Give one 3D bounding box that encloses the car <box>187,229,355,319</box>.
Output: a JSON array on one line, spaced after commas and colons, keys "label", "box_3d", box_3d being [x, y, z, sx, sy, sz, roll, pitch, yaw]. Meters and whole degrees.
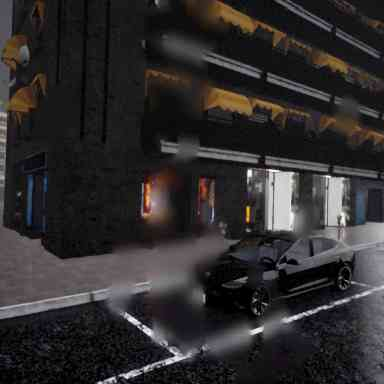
[{"label": "car", "box_3d": [1.928, 1.570, 7.441, 4.313, 1.339, 1.947, 0, 2, -35]}]
